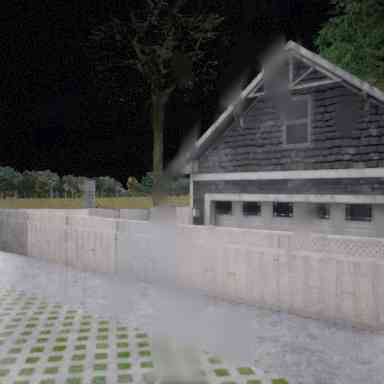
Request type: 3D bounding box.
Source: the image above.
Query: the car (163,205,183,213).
[{"bbox_3d":[-2.163,1.997,34.987,1.895,1.301,4.718,0,-1,35],"label":"car"}]

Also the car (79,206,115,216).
[{"bbox_3d":[-8.151,1.812,26.455,1.994,1.385,4.181,0,0,35],"label":"car"}]
